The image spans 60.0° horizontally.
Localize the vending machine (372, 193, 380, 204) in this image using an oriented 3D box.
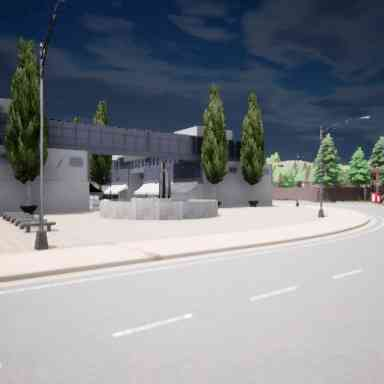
[{"bbox_3d":[33.256,1.177,60.110,1.100,2.100,0.880,0,0,-17],"label":"vending machine"}]
